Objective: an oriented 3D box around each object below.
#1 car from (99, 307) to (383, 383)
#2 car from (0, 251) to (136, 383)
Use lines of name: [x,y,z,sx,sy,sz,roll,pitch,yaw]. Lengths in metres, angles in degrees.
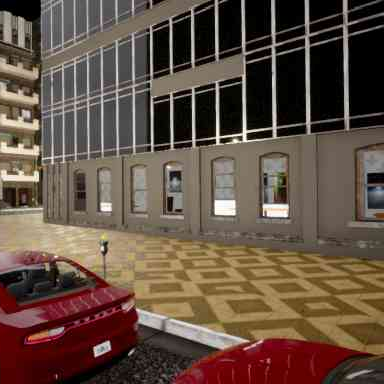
car: [1.796,1.545,1.603,4.507,1.381,1.887,0,-1,36]
car: [-2.774,1.546,4.869,4.507,1.381,1.887,0,-1,36]
